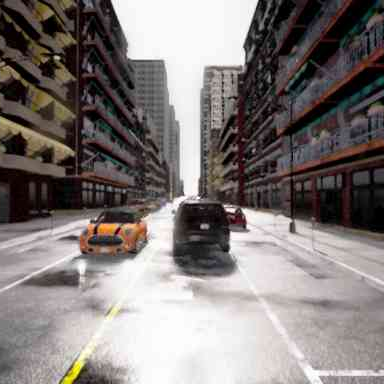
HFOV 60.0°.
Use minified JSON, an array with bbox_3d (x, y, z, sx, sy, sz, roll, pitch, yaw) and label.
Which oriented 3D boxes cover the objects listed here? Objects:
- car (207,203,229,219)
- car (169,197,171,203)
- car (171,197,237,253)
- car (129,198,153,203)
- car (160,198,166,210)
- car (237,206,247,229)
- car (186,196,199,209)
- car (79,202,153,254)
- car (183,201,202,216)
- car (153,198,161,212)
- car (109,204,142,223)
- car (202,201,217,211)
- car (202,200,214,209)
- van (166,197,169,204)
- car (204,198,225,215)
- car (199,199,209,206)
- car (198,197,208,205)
[{"bbox_3d":[2.674,1.903,34.661,1.887,1.381,4.507,1,-1,0],"label":"car"},{"bbox_3d":[-5.747,2.172,84.464,2.192,1.841,5.009,1,-1,0],"label":"car"},{"bbox_3d":[0.286,1.376,14.721,2.150,2.045,5.566,0,-1,-4],"label":"car"},{"bbox_3d":[-5.702,1.673,34.602,2.192,1.841,5.009,1,-1,0],"label":"car"},{"bbox_3d":[-5.717,1.840,51.223,2.192,1.841,5.009,1,-1,0],"label":"car"},{"bbox_3d":[2.686,1.685,23.581,1.967,1.590,4.097,1,-1,0],"label":"car"},{"bbox_3d":[0.042,1.832,59.599,2.150,2.045,5.566,0,0,0],"label":"car"},{"bbox_3d":[-3.111,1.499,14.079,2.097,1.767,4.553,0,-1,0],"label":"car"},{"bbox_3d":[0.064,1.896,39.421,2.128,1.511,4.902,0,-1,0],"label":"car"},{"bbox_3d":[-5.716,1.993,45.511,1.752,1.417,4.829,1,-1,0],"label":"car"},{"bbox_3d":[-5.702,1.853,29.060,2.008,1.369,4.403,1,-1,0],"label":"car"},{"bbox_3d":[2.659,2.076,51.281,2.008,1.369,4.403,1,-1,0],"label":"car"},{"bbox_3d":[2.655,2.108,56.991,1.752,1.417,4.829,1,-1,0],"label":"car"},{"bbox_3d":[-5.727,1.978,62.303,1.690,1.788,3.998,1,-1,0],"label":"van"},{"bbox_3d":[2.673,1.729,40.203,2.192,1.841,5.009,1,-1,0],"label":"car"},{"bbox_3d":[2.640,2.292,73.441,1.887,1.381,4.507,1,-1,0],"label":"car"},{"bbox_3d":[2.639,2.117,78.984,2.192,1.841,5.009,1,-1,0],"label":"car"}]
